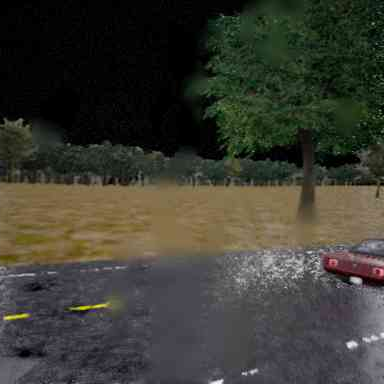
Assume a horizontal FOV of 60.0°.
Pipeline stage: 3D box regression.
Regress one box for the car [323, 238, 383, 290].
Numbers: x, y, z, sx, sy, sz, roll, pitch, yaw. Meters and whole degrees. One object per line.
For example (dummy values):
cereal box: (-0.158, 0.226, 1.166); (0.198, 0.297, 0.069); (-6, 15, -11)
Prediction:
car: (5.925, 1.942, 9.200); (4.718, 1.301, 1.895); (2, -2, -30)
